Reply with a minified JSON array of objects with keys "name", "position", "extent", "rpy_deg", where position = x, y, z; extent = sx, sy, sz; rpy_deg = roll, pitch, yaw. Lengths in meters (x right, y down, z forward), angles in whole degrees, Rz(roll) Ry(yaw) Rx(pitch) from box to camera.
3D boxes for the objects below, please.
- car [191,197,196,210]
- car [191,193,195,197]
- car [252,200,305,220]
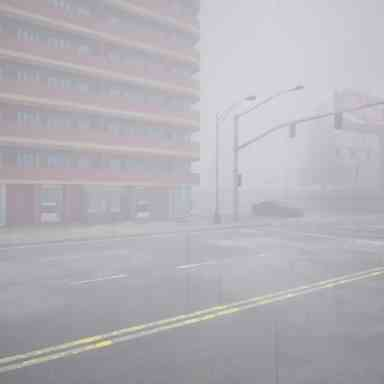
[{"name":"car","position":[-1.634,1.600,42.367],"extent":[1.895,1.301,4.718],"rpy_deg":[0,0,-34]},{"name":"car","position":[-1.499,1.221,61.320],"extent":[2.150,2.045,5.566],"rpy_deg":[0,0,-34]},{"name":"car","position":[7.402,1.477,28.948],"extent":[1.882,1.535,5.008],"rpy_deg":[0,0,-34]}]
